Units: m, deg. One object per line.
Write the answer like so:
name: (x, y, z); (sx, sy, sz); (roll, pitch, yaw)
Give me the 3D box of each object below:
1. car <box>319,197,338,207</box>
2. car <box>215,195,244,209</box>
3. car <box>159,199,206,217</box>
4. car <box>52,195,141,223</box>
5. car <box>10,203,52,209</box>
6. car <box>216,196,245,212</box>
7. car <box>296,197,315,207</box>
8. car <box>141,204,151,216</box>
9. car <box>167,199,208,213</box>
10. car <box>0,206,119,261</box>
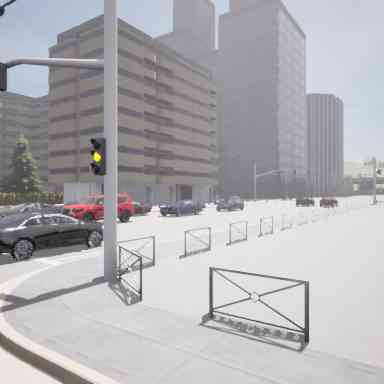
car: (20.870, 1.478, 50.651); (1.882, 1.535, 5.008); (0, 0, 35)
car: (5.382, 1.352, 46.932); (2.097, 1.767, 4.553); (0, 0, 35)
car: (-1.005, 1.601, 31.562); (1.895, 1.301, 4.718); (0, 0, 35)
car: (-6.547, 1.221, 23.516); (2.150, 2.045, 5.566); (0, 0, 35)
car: (-11.209, 1.492, 22.916); (2.128, 1.511, 4.902); (0, 0, 35)
car: (4.678, 1.526, 39.785); (1.812, 1.442, 4.674); (0, 0, 35)
car: (17.946, 1.478, 52.544); (1.882, 1.535, 5.008); (0, 0, 35)
car: (-5.952, 1.601, 30.549); (1.895, 1.301, 4.718); (0, 0, 35)
car: (-0.408, 1.547, 38.594); (2.033, 1.411, 5.357); (0, 0, 35)
car: (-5.403, 1.491, 12.414); (2.128, 1.511, 4.902); (0, 0, 34)
